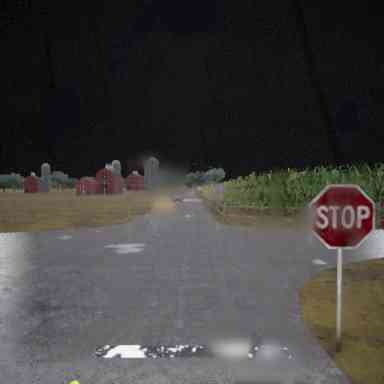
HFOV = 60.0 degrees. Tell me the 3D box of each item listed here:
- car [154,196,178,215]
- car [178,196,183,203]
[{"bbox_3d":[-2.742,1.487,33.854,1.882,1.535,5.008,0,1,0],"label":"car"},{"bbox_3d":[-2.736,1.430,65.797,2.033,1.411,5.357,0,0,0],"label":"car"}]
